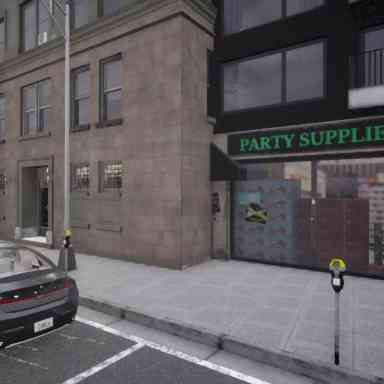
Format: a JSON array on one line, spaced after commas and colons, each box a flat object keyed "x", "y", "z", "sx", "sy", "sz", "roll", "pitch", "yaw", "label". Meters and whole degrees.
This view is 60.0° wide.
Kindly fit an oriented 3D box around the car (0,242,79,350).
[{"x": -3.778, "y": 1.550, "z": 5.739, "sx": 4.403, "sy": 1.369, "sz": 2.008, "roll": 0, "pitch": 0, "yaw": 35, "label": "car"}]
